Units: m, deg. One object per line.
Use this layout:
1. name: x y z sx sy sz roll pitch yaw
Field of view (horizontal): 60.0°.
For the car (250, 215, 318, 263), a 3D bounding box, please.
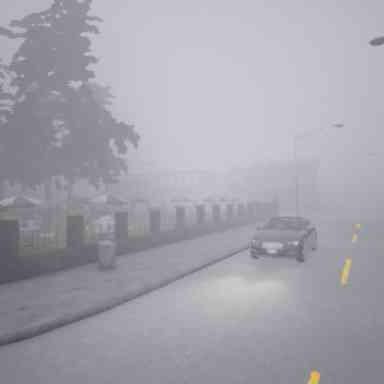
1. car: 3.754 1.705 13.100 2.128 1.511 4.902 -1 -1 28
